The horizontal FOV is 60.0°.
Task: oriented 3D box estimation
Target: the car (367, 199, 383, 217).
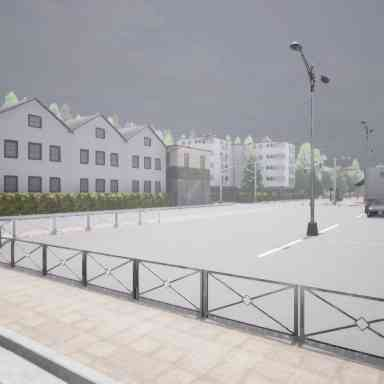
[{"bbox_3d":[15.406,1.298,26.817,2.007,1.523,4.514,0,0,35],"label":"car"}]
